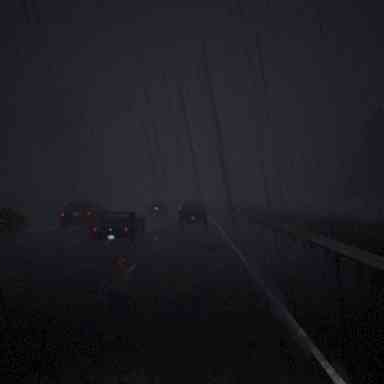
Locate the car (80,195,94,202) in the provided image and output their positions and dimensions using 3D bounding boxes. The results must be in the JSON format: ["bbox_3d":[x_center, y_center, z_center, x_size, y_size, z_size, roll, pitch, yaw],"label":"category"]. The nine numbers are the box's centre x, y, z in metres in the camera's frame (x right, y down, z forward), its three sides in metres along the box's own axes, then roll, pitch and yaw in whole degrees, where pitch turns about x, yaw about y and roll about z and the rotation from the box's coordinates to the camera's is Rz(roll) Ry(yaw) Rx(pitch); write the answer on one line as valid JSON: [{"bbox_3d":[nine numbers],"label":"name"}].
[{"bbox_3d":[-24.852,1.569,78.838,1.812,1.442,4.674,0,0,-2],"label":"car"}]

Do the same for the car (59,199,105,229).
[{"bbox_3d":[-6.931,1.364,21.897,2.097,1.767,4.553,0,0,0],"label":"car"}]

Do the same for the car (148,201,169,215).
[{"bbox_3d":[-3.449,1.583,34.243,1.994,1.385,4.181,0,0,0],"label":"car"}]

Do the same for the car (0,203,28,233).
[{"bbox_3d":[-10.425,1.515,17.382,1.837,1.490,4.892,0,0,0],"label":"car"}]

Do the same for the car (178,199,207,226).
[{"bbox_3d":[0.066,1.491,23.501,1.882,1.535,5.008,0,0,0],"label":"car"}]

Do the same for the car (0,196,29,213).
[{"bbox_3d":[-21.146,1.373,38.845,2.097,1.767,4.553,0,0,0],"label":"car"}]

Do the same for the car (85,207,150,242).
[{"bbox_3d":[-3.425,1.610,16.288,1.895,1.301,4.718,0,0,0],"label":"car"}]

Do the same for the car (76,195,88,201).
[{"bbox_3d":[-29.053,1.513,88.013,1.882,1.535,5.008,0,0,-5],"label":"car"}]
